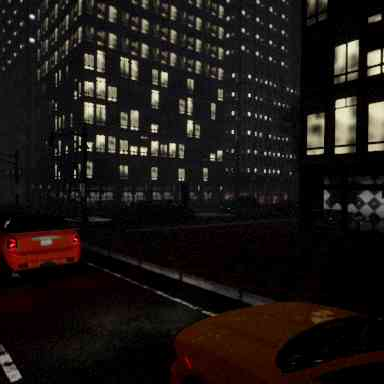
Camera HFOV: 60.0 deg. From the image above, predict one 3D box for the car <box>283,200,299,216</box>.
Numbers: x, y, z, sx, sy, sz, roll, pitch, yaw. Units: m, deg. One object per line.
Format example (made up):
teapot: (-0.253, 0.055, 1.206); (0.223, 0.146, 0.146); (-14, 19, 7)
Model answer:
car: (11.096, 1.936, 37.344); (4.206, 1.307, 1.802); (1, 0, -39)

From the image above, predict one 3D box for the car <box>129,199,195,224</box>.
car: (-2.087, 1.523, 26.740); (5.009, 1.841, 2.192); (1, 0, -39)

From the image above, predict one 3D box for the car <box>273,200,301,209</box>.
car: (14.626, 1.881, 50.936); (4.313, 1.339, 1.947); (1, 0, -39)

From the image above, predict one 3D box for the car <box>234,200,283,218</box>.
car: (6.833, 1.833, 33.916); (4.829, 1.417, 1.752); (1, 0, -39)

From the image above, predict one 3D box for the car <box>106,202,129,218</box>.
car: (-5.679, 1.642, 31.282); (4.674, 1.442, 1.812); (1, 1, -37)

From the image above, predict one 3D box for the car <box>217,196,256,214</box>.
car: (5.569, 1.464, 40.311); (5.566, 2.045, 2.150); (1, 0, -39)

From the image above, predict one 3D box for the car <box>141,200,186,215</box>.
car: (-3.081, 1.647, 36.697); (4.829, 1.417, 1.752); (1, 0, -39)

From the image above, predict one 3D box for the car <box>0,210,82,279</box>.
car: (-5.183, 1.347, 10.377); (2.097, 1.767, 4.553); (0, 0, -40)

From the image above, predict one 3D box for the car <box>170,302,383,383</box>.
car: (1.835, 1.477, 1.948); (1.882, 1.535, 5.008); (0, 0, -40)
